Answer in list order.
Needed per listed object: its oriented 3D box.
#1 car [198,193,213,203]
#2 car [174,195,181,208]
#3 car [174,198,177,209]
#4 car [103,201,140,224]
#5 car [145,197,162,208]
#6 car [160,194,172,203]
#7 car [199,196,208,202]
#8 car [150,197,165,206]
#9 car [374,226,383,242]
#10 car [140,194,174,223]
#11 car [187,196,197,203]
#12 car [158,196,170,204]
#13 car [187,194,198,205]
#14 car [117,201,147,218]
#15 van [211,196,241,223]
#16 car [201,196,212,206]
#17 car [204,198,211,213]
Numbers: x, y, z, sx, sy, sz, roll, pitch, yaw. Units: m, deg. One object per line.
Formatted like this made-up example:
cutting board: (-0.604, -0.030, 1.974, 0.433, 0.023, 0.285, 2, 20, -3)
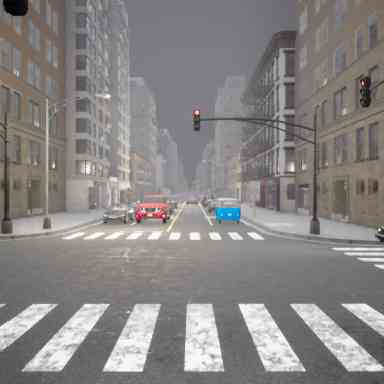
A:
car: (2.594, 1.305, 53.298, 2.192, 1.841, 5.009, 0, 0, 0)
car: (-2.872, 1.500, 45.434, 1.837, 1.490, 4.892, 0, 0, 0)
car: (-2.880, 1.599, 35.374, 1.895, 1.301, 4.718, 0, 0, 0)
car: (-5.409, 1.549, 24.876, 2.008, 1.369, 4.403, 0, 0, 0)
car: (-5.427, 1.519, 47.434, 1.752, 1.417, 4.829, 0, 0, 0)
car: (-5.445, 1.292, 70.330, 2.192, 1.841, 5.009, 0, 0, 0)
car: (2.576, 1.524, 76.023, 2.008, 1.369, 4.403, 0, 0, 0)
car: (-5.431, 1.556, 53.286, 1.947, 1.339, 4.313, 0, 0, 0)
car: (9.865, 1.669, 12.951, 4.718, 1.301, 1.895, 0, 0, 4)
car: (-2.869, 1.220, 25.557, 2.150, 2.045, 5.566, 0, 0, 0)
car: (0.042, 1.580, 68.696, 1.895, 1.301, 4.718, 0, 0, 0)
car: (-5.440, 1.548, 64.649, 1.947, 1.339, 4.313, 0, 0, 0)
car: (0.048, 1.550, 58.749, 1.994, 1.385, 4.181, 0, 0, 0)
car: (-5.413, 1.543, 30.558, 1.887, 1.381, 4.507, 0, 0, 0)
van: (2.616, 1.340, 24.891, 1.690, 1.788, 3.998, 0, 0, 0)
car: (2.599, 1.576, 47.616, 1.802, 1.307, 4.206, 0, 0, 0)
car: (2.607, 1.580, 36.253, 1.802, 1.307, 4.206, 0, 0, 0)
